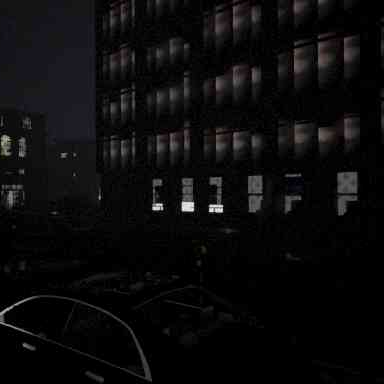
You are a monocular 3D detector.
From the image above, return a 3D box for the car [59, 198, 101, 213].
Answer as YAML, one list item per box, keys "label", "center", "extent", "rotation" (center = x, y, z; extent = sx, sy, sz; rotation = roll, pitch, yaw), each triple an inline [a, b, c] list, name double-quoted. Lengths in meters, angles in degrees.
- label: "car"
  center: [-12.190, 1.684, 37.264]
  extent: [1.802, 1.307, 4.206]
  rotation: [-1, -1, 36]

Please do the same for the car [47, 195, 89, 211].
- label: "car"
  center: [-15.581, 1.366, 42.470]
  extent: [2.150, 2.045, 5.566]
  rotation: [0, -1, 37]

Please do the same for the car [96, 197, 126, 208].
- label: "car"
  center: [-12.416, 1.643, 51.170]
  extent: [1.967, 1.590, 4.097]
  rotation: [-1, -1, 36]

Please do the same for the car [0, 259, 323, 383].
- label: "car"
  center: [-0.955, 1.551, 3.557]
  extent: [4.403, 1.369, 2.008]
  rotation: [0, 0, 35]

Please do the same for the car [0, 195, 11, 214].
- label: "car"
  center: [-21.696, 1.315, 34.166]
  extent: [2.150, 2.045, 5.566]
  rotation: [0, -1, 36]
